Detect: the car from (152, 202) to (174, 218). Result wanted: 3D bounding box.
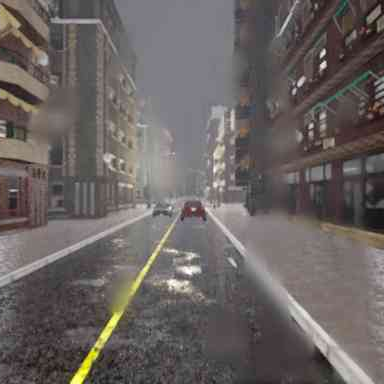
[{"bbox_3d":[-2.733,1.677,32.490,2.033,1.411,5.357,0,0,0],"label":"car"}]

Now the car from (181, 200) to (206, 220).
[{"bbox_3d":[0.116,1.465,29.116,2.097,1.767,4.553,0,0,0],"label":"car"}]
